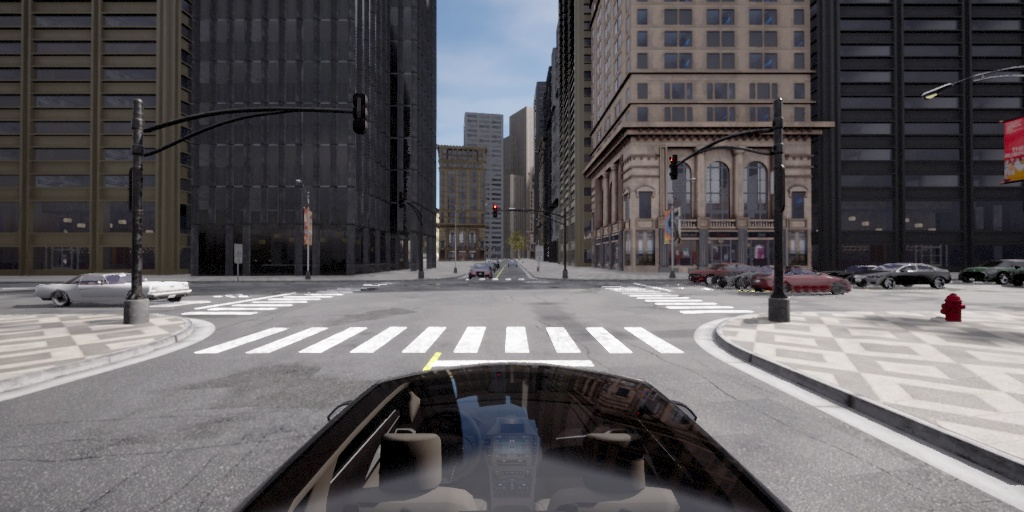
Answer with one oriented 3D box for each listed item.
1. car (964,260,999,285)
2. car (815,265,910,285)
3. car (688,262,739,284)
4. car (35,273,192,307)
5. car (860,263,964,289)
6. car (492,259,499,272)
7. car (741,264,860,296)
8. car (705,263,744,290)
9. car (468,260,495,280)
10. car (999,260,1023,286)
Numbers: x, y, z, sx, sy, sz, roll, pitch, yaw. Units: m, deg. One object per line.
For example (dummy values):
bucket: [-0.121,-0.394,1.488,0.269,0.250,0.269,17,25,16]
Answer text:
car: [34.218,1.039,24.929,4.553,1.767,2.097,0,0,0]
car: [24.251,1.312,24.934,4.718,1.301,1.895,0,0,0]
car: [14.907,1.212,24.927,5.008,1.535,1.882,0,0,0]
car: [-16.375,1.364,14.947,4.718,1.301,1.895,0,0,0]
car: [23.391,1.181,21.679,4.902,1.511,2.128,0,0,0]
car: [-3.055,1.373,46.986,1.994,1.385,4.181,0,0,0]
car: [14.675,1.251,18.430,4.181,1.385,1.994,0,0,2]
car: [14.480,1.276,21.671,4.181,1.385,1.994,0,0,0]
car: [-2.804,1.342,31.949,1.994,1.385,4.181,0,0,-5]
car: [33.351,1.018,21.679,4.553,1.767,2.097,0,0,0]
